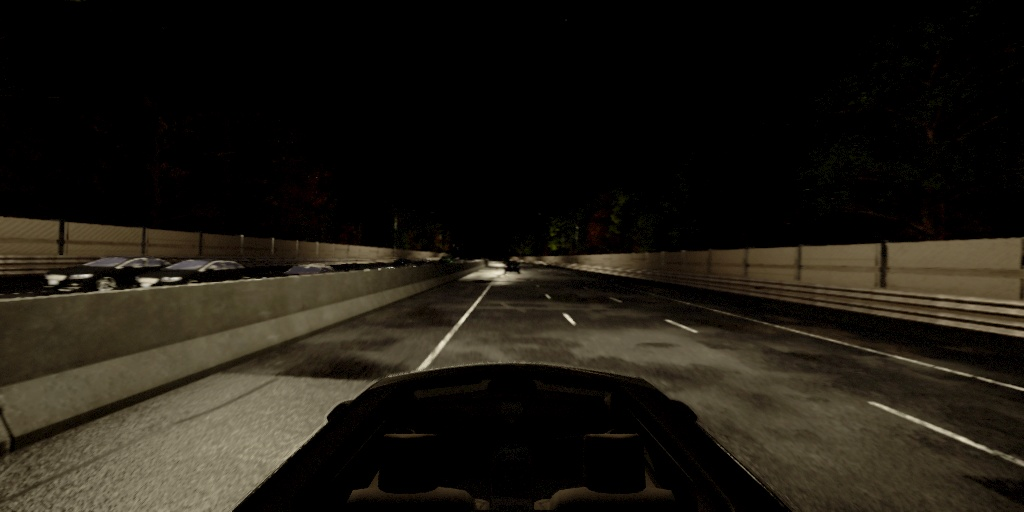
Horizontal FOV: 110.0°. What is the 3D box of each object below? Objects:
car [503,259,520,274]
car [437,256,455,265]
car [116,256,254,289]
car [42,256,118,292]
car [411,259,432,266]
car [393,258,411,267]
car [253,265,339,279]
[{"bbox_3d":[0.019,1.430,47.845,2.097,1.767,4.553,2,0,-1],"label":"car"},{"bbox_3d":[-10.767,1.022,59.161,2.150,2.045,5.566,2,0,-1],"label":"car"},{"bbox_3d":[-13.867,0.877,16.067,2.128,1.511,4.902,2,0,0],"label":"car"},{"bbox_3d":[-17.364,0.760,16.051,2.128,1.511,4.902,2,0,0],"label":"car"},{"bbox_3d":[-14.262,1.160,58.353,2.128,1.511,4.902,2,0,-1],"label":"car"},{"bbox_3d":[-17.752,1.024,58.246,1.882,1.535,5.008,2,0,-1],"label":"car"},{"bbox_3d":[-10.369,1.119,18.211,1.895,1.301,4.718,2,0,0],"label":"car"}]
